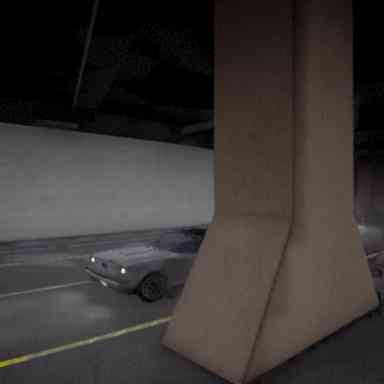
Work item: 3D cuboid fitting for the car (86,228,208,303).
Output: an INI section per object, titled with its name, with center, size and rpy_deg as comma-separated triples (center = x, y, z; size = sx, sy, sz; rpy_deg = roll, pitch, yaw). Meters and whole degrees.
[car]
center = -0.167, 1.651, 8.505
size = 4.718, 1.301, 1.895
rpy_deg = 0, 0, -40
